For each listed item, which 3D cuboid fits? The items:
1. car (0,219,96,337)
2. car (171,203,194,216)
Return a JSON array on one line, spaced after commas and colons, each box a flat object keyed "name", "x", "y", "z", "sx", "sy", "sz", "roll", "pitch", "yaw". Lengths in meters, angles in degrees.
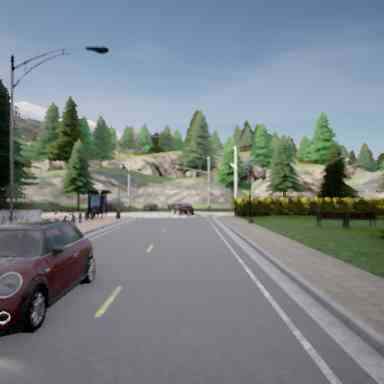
[{"name": "car", "x": -3.617, "y": 1.453, "z": 6.987, "sx": 2.097, "sy": 1.767, "sz": 4.553, "roll": 0, "pitch": -1, "yaw": 0}, {"name": "car", "x": -1.192, "y": 2.073, "z": 41.053, "sx": 1.837, "sy": 1.490, "sz": 4.892, "roll": 1, "pitch": -1, "yaw": -18}]
